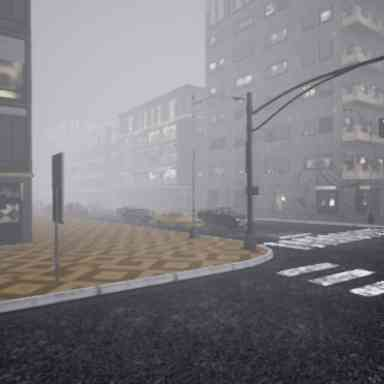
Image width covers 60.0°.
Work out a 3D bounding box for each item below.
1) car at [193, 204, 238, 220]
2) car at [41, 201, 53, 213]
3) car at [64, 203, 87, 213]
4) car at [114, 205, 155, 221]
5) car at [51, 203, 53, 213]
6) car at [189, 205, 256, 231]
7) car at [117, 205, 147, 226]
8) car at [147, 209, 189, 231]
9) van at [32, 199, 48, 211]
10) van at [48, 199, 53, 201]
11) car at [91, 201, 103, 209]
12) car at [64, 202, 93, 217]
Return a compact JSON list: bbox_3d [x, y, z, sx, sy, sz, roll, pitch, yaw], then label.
[{"bbox_3d":[2.286,1.946,33.105,2.008,1.369,4.403,-2,0,-36],"label":"car"},{"bbox_3d":[-21.204,2.468,50.924,1.887,1.381,4.507,-2,0,-36],"label":"car"},{"bbox_3d":[-17.908,2.401,51.002,1.837,1.490,4.892,0,-1,-36],"label":"car"},{"bbox_3d":[-6.080,2.087,34.738,2.033,1.411,5.357,-1,-1,-36],"label":"car"},{"bbox_3d":[-17.855,2.411,46.368,1.802,1.307,4.206,-2,0,-36],"label":"car"},{"bbox_3d":[2.312,1.797,23.307,2.128,1.511,4.902,-1,-1,-36],"label":"car"},{"bbox_3d":[-4.466,2.020,28.143,1.947,1.339,4.313,-2,0,-36],"label":"car"},{"bbox_3d":[-1.019,1.883,23.450,1.752,1.417,4.829,-2,0,-36],"label":"car"},{"bbox_3d":[-27.905,2.451,60.037,1.690,1.788,3.998,-2,0,-36],"label":"van"},{"bbox_3d":[-37.890,2.863,87.782,1.690,1.788,3.998,-2,0,-36],"label":"van"},{"bbox_3d":[-17.802,2.397,60.443,1.967,1.590,4.097,-2,0,-36],"label":"car"},{"bbox_3d":[-14.508,2.280,41.812,1.887,1.381,4.507,-2,0,-36],"label":"car"}]
